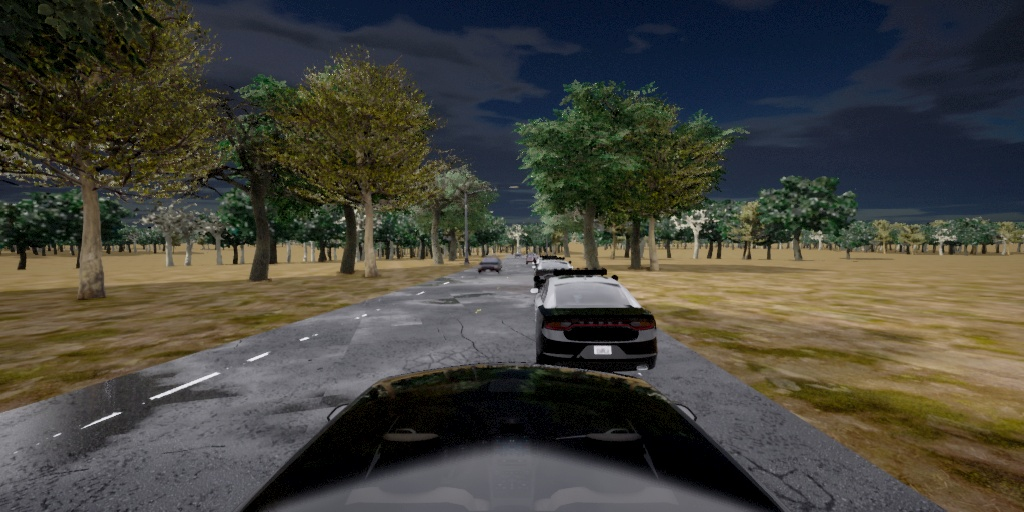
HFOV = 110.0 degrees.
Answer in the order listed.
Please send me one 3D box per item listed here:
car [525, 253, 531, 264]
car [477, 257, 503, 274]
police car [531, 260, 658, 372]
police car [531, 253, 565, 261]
[{"bbox_3d":[2.894,0.433,50.510,2.033,1.411,5.357,0,1,3],"label":"car"},{"bbox_3d":[-1.840,0.785,31.841,2.033,1.411,5.357,0,1,3],"label":"car"},{"bbox_3d":[1.429,1.070,7.653,1.930,1.638,5.238,-1,1,3],"label":"police car"},{"bbox_3d":[2.020,0.851,17.644,1.930,1.638,5.238,1,1,3],"label":"police car"}]
